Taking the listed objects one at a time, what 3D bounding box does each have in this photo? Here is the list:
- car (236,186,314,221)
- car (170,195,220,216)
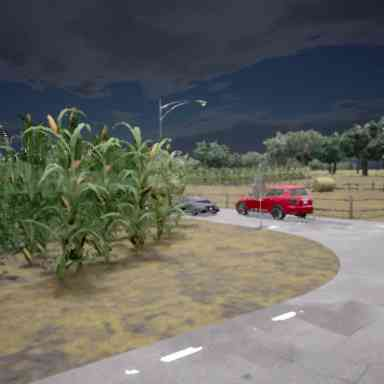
[{"bbox_3d":[5.154,0.623,21.365,2.150,2.045,5.566,-1,2,-30],"label":"car"},{"bbox_3d":[0.127,0.920,24.215,1.994,1.385,4.181,-2,2,-36],"label":"car"}]
